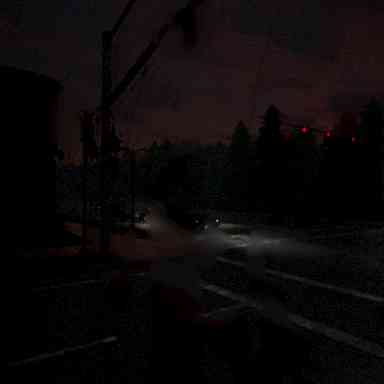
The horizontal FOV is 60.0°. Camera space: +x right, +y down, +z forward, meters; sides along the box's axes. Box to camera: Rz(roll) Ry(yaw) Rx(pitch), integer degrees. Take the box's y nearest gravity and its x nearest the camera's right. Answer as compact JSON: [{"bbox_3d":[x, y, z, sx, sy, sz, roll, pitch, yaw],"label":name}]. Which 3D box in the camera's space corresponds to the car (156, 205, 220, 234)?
[{"bbox_3d":[-0.360,1.744,20.702,1.895,1.301,4.718,1,-1,-35],"label":"car"}]

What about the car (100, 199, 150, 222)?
[{"bbox_3d":[-5.700,1.635,28.340,2.128,1.511,4.902,1,-1,-35],"label":"car"}]

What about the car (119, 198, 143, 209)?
[{"bbox_3d":[-9.648,1.783,52.587,1.837,1.490,4.892,1,-1,-35],"label":"car"}]

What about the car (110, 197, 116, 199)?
[{"bbox_3d":[-12.211,1.586,50.143,2.097,1.767,4.553,1,0,-35],"label":"car"}]
